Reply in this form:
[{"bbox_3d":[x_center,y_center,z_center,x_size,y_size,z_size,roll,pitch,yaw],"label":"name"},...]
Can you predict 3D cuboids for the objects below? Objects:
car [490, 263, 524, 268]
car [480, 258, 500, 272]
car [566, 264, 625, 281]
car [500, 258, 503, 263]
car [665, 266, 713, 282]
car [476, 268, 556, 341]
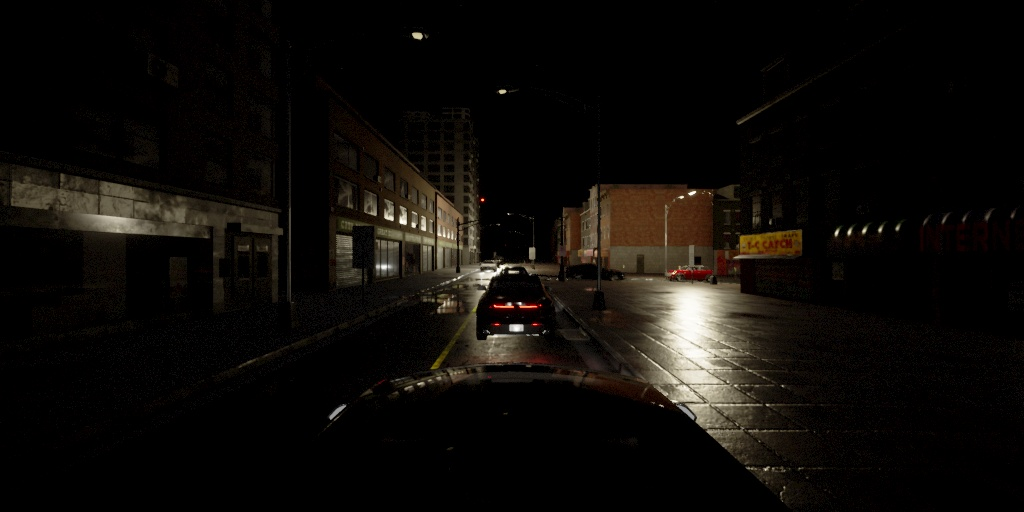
[{"bbox_3d":[0.095,1.298,19.527,2.033,1.411,5.357,0,0,0],"label":"car"},{"bbox_3d":[-2.887,1.276,45.069,1.812,1.442,4.674,0,0,1],"label":"car"},{"bbox_3d":[7.078,1.432,30.426,4.892,1.490,1.837,1,2,5],"label":"car"},{"bbox_3d":[-2.882,1.345,56.851,1.895,1.301,4.718,0,0,0],"label":"car"},{"bbox_3d":[16.336,1.574,33.113,4.097,1.591,1.967,0,0,0],"label":"car"},{"bbox_3d":[0.086,1.255,9.916,1.837,1.490,4.892,0,0,0],"label":"car"}]
